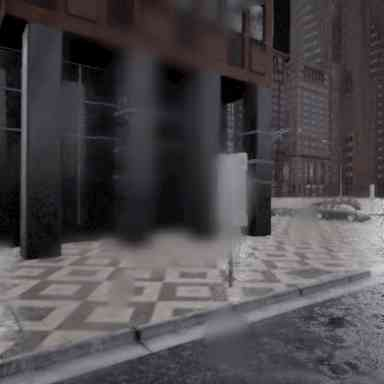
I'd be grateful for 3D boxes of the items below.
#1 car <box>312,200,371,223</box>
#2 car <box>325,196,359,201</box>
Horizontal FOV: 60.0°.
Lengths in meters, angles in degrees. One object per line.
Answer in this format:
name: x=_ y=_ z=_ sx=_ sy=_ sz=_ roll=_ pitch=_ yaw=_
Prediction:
car: x=11.542 y=1.607 z=25.943 sx=2.008 sy=1.369 sz=4.403 roll=2 pitch=0 yaw=-35
car: x=15.328 y=1.374 z=35.328 sx=2.192 sy=1.841 sz=5.009 roll=2 pitch=0 yaw=-35
